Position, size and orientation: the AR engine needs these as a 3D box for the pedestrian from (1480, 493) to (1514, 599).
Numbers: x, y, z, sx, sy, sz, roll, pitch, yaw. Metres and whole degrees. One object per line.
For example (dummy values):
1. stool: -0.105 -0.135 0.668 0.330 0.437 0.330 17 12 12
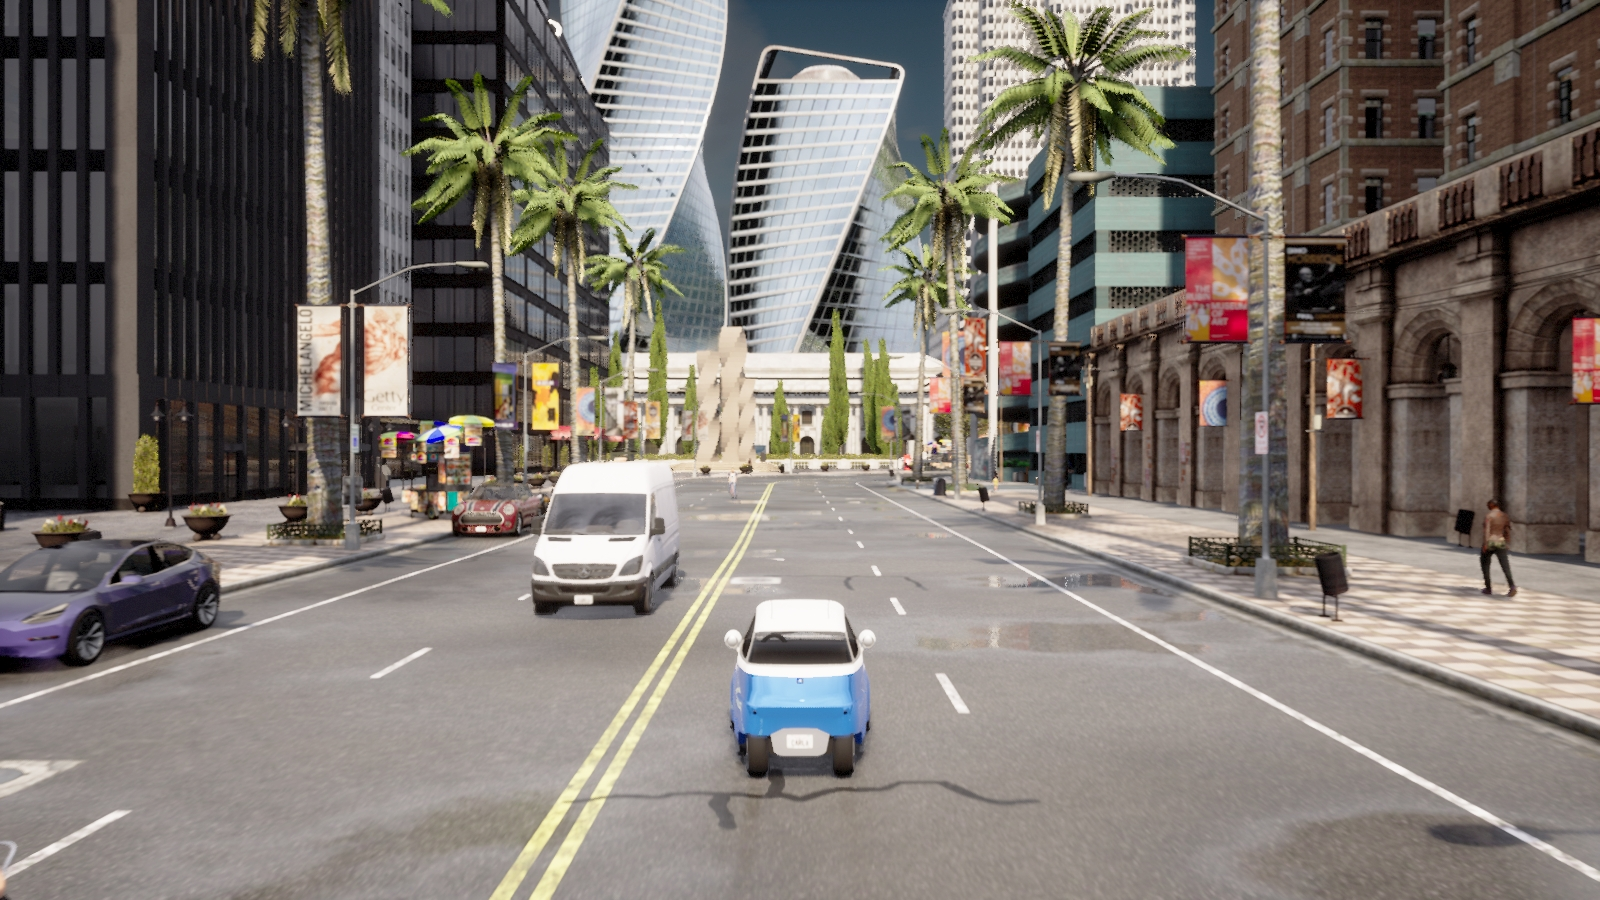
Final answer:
1. pedestrian: 12.434 1.696 20.376 0.375 1.860 0.375 0 0 1

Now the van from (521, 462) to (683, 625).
1. van: -3.490 1.534 21.329 1.988 2.561 5.915 0 0 0

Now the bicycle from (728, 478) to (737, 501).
1. bicycle: -3.781 2.206 64.065 0.373 1.196 1.643 0 0 0

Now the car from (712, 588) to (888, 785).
1. car: 0.001 2.120 10.685 1.481 1.376 2.207 0 0 0

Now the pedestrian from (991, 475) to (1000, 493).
1. pedestrian: 11.948 2.076 69.859 0.500 1.100 0.500 0 0 0
